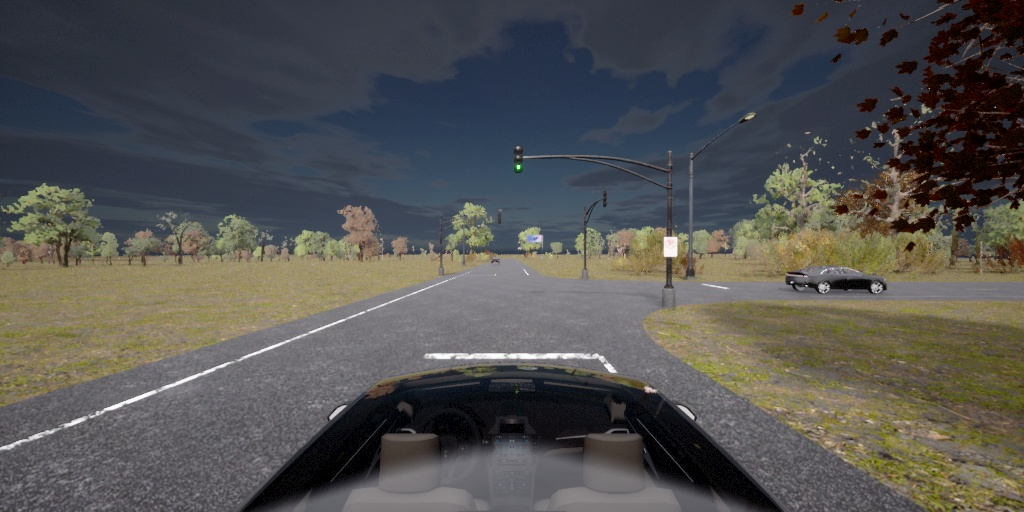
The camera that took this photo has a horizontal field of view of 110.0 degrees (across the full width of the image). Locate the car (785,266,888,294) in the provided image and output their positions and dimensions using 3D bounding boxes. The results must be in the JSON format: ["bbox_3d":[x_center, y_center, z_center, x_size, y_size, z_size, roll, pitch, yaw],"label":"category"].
[{"bbox_3d":[18.327,1.316,20.351,4.902,1.511,2.128,0,1,0],"label":"car"}]
